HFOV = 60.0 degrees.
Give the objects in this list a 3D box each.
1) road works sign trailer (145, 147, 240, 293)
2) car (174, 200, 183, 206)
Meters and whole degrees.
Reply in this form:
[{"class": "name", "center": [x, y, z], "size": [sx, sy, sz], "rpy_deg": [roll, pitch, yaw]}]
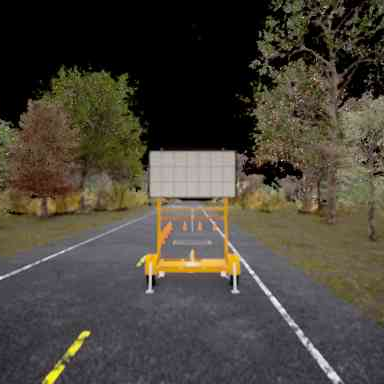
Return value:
[{"class": "road works sign trailer", "center": [0.015, 0.577, 9.194], "size": [2.380, 3.560, 2.880], "rpy_deg": [0, -1, 0]}, {"class": "car", "center": [-3.441, 2.675, 83.906], "size": [1.837, 1.490, 4.892], "rpy_deg": [0, -1, 0]}]
